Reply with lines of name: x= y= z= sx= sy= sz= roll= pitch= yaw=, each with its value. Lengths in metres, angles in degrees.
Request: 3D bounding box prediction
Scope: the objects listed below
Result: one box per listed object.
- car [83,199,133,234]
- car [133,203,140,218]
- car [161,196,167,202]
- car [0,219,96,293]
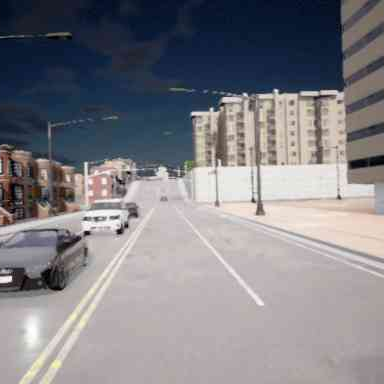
car: x=-5.230 y=1.463 z=20.831 sx=2.150 sy=2.045 sz=5.566 roll=-2 pitch=0 yaw=-5
car: x=-6.306 y=1.806 z=33.662 sx=1.882 sy=1.535 sz=5.008 roll=-2 pitch=0 yaw=-5
car: x=-7.707 y=1.716 z=91.358 sx=2.128 sy=1.511 sz=4.902 roll=-2 pitch=5 yaw=-5
car: x=-4.217 y=1.724 z=9.206 sx=1.994 sy=1.385 sz=4.181 roll=-2 pitch=0 yaw=-5
